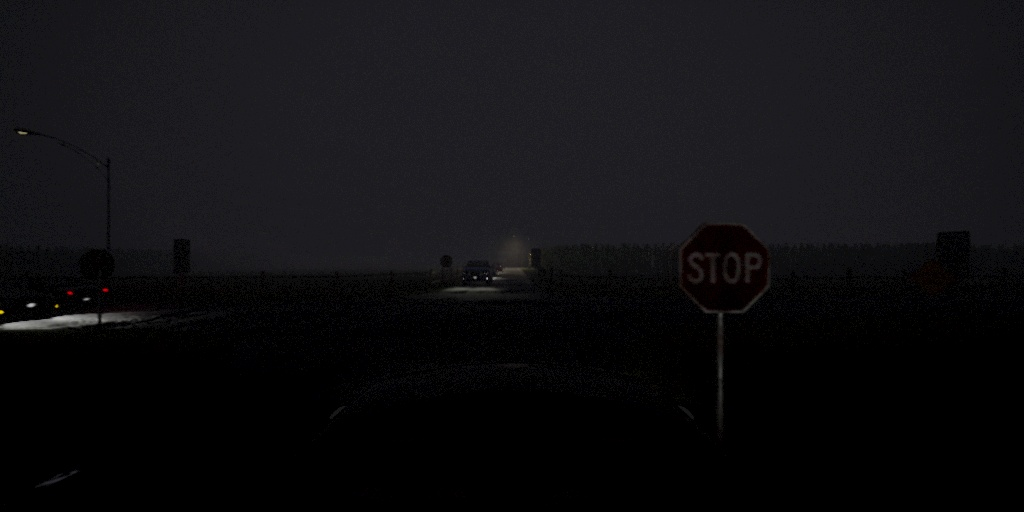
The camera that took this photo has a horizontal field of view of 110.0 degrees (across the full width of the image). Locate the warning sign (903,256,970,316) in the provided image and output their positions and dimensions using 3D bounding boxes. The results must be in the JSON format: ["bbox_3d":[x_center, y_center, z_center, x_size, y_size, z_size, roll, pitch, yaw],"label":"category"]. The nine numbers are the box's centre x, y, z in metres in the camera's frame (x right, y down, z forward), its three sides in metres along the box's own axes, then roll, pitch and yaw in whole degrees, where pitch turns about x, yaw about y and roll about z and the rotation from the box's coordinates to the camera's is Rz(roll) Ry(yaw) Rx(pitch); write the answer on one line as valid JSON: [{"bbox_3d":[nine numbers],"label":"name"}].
[{"bbox_3d":[14.075,1.006,11.982,1.060,1.860,1.300,0,0,-6],"label":"warning sign"}]

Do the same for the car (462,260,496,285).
[{"bbox_3d":[-2.814,1.322,30.019,2.150,2.045,5.566,0,-1,0],"label":"car"}]

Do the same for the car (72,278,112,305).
[{"bbox_3d":[-20.240,1.543,15.118,4.718,1.301,1.895,0,0,-2],"label":"car"}]

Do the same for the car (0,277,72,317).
[{"bbox_3d":[-18.430,1.495,12.210,4.181,1.385,1.994,0,0,-2],"label":"car"}]

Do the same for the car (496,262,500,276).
[{"bbox_3d":[-2.795,1.762,42.863,1.837,1.490,4.892,0,-1,0],"label":"car"}]

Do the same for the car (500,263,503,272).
[{"bbox_3d":[-2.717,1.823,61.629,2.097,1.767,4.553,0,-1,1],"label":"car"}]
